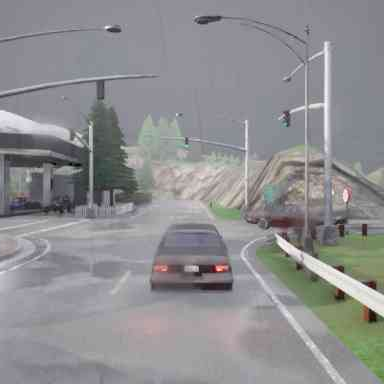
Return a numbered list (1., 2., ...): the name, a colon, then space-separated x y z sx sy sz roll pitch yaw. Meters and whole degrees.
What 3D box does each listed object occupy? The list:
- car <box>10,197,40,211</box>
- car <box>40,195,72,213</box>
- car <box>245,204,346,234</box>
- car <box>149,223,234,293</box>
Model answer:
1. car: -20.244 1.474 40.546 2.242 1.667 4.611 0 0 -1
2. car: -14.536 1.307 36.270 1.905 1.878 3.866 0 0 -1
3. car: 5.507 1.371 18.148 2.033 1.411 5.357 -1 0 -45
4. car: 0.009 1.546 9.003 2.033 1.411 5.357 0 0 0
